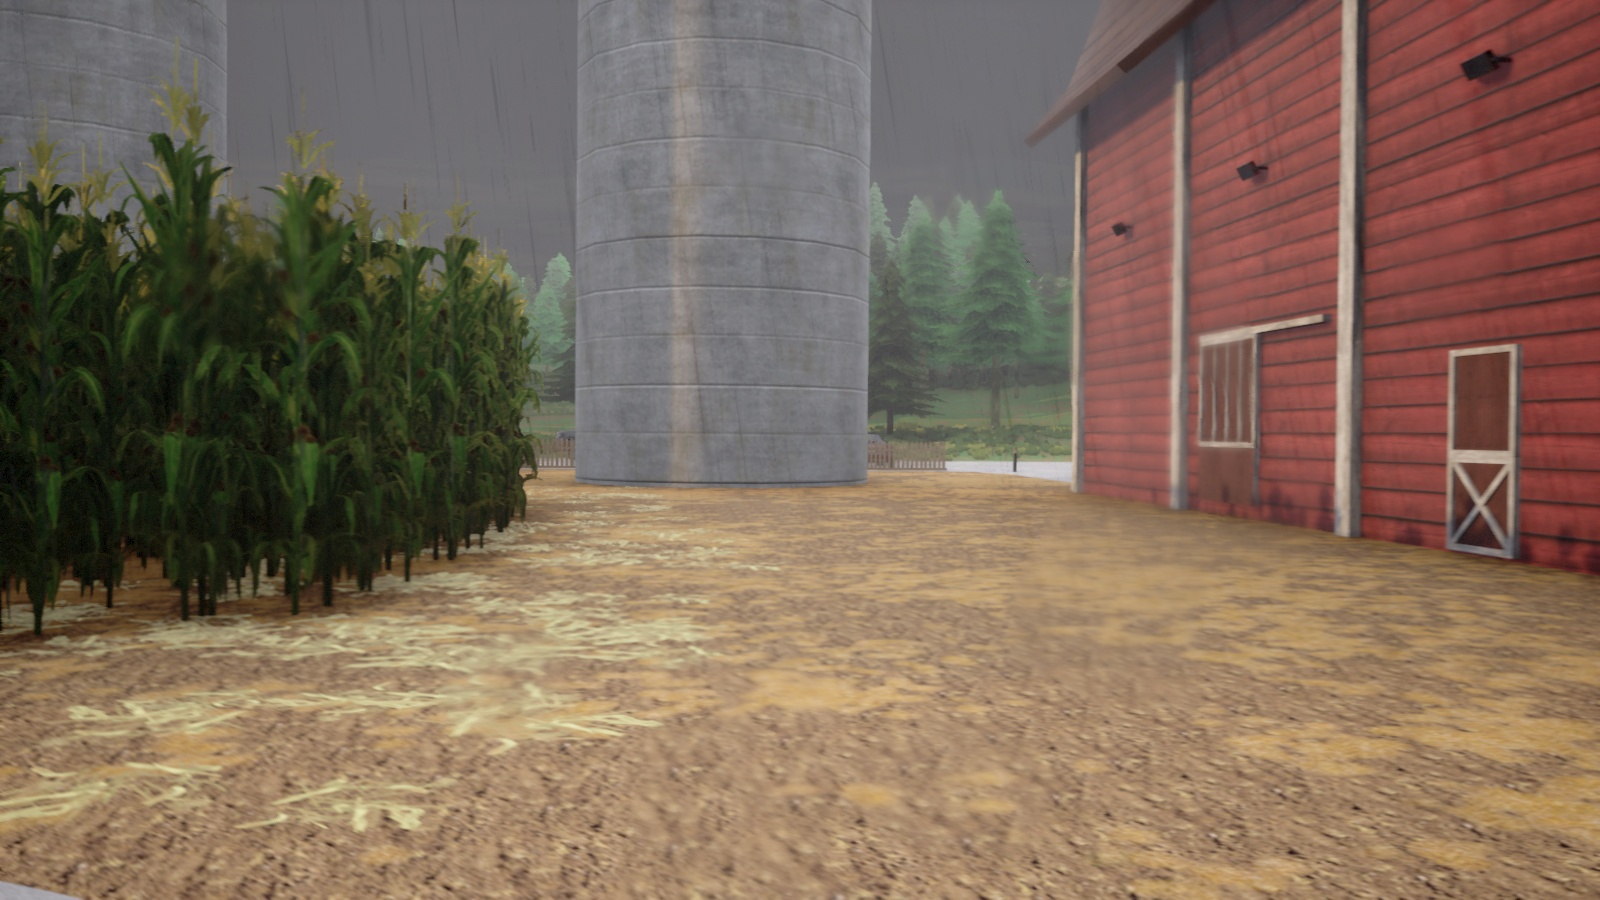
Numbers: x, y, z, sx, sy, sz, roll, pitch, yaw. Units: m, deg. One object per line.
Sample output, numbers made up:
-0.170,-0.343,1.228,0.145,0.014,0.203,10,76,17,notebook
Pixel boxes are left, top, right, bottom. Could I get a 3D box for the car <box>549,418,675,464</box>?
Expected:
-8.511,-0.421,57.357,5.566,2.045,2.150,-1,1,-5,car
